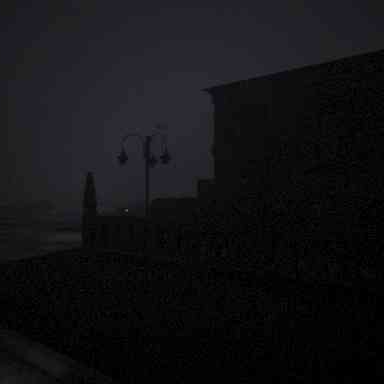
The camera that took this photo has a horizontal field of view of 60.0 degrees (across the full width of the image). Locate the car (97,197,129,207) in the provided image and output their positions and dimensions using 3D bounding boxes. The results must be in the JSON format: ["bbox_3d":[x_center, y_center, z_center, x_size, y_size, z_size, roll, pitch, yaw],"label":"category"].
[{"bbox_3d":[-13.002,1.633,55.081,2.128,1.511,4.902,0,0,36],"label":"car"}]

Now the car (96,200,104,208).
[{"bbox_3d":[-12.149,1.608,50.333,1.882,1.535,5.008,0,0,36],"label":"car"}]

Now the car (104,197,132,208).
[{"bbox_3d":[-9.688,1.597,47.774,1.882,1.535,5.008,0,0,36],"label":"car"}]

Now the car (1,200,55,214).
[{"bbox_3d":[-17.721,1.611,36.761,2.128,1.511,4.902,0,0,36],"label":"car"}]

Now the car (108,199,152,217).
[{"bbox_3d":[-4.670,1.594,28.913,1.812,1.442,4.674,0,0,36],"label":"car"}]

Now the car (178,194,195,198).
[{"bbox_3d":[-1.509,1.457,64.780,2.150,2.045,5.566,0,0,36],"label":"car"}]
